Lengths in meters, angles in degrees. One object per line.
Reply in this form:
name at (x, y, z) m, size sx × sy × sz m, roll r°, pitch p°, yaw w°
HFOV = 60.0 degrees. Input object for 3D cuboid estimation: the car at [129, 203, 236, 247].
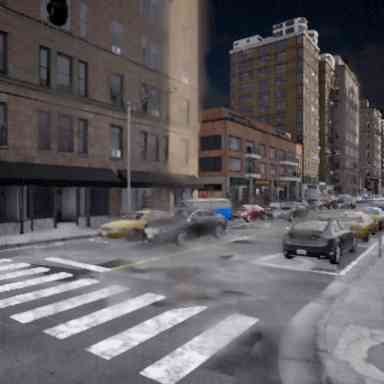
car at (-0.231, 1.484, 15.251) m, size 2.128 × 1.511 × 4.902 m, roll 0°, pitch 0°, yaw 36°

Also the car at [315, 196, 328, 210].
car at (14.354, 1.538, 39.617) m, size 1.947 × 1.339 × 4.313 m, roll 0°, pitch 0°, yaw 36°

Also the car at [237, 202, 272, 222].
car at (4.335, 1.569, 25.874) m, size 1.802 × 1.307 × 4.206 m, roll 0°, pitch 0°, yaw 36°

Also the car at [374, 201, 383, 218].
car at (17.912, 1.544, 30.025) m, size 2.008 × 1.369 × 4.403 m, roll 0°, pitch 0°, yaw 36°

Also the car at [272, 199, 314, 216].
car at (7.448, 1.483, 25.780) m, size 2.128 × 1.511 × 4.902 m, roll 0°, pitch 0°, yaw 36°

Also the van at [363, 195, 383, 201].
van at (14.574, 1.341, 25.443) m, size 1.690 × 1.788 × 3.998 m, roll 0°, pitch 0°, yaw 36°

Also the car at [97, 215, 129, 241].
car at (-2.445, 1.513, 16.573) m, size 1.752 × 1.417 × 4.829 m, roll 0°, pitch 0°, yaw 36°

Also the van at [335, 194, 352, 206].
van at (24.374, 1.295, 53.360) m, size 1.690 × 1.788 × 3.998 m, roll 0°, pitch 0°, yaw 36°

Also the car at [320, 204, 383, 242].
car at (7.994, 1.529, 16.419) m, size 1.752 × 1.417 × 4.829 m, roll 0°, pitch 0°, yaw 36°

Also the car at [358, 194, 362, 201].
car at (27.713, 1.499, 57.942) m, size 2.008 × 1.369 × 4.403 m, roll 0°, pitch 0°, yaw 36°

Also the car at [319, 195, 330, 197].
car at (17.695, 1.281, 44.198) m, size 2.192 × 1.841 × 5.009 m, roll 0°, pitch 0°, yaw 36°

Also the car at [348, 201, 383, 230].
car at (11.333, 1.528, 21.001) m, size 1.752 × 1.417 × 4.829 m, roll 0°, pitch 0°, yaw 36°

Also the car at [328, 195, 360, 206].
car at (19.066, 1.465, 41.575) m, size 2.128 × 1.511 × 4.902 m, roll 0°, pitch 0°, yaw 36°

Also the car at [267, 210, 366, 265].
car at (4.555, 1.554, 11.703) m, size 2.008 × 1.369 × 4.403 m, roll 0°, pitch 0°, yaw 36°

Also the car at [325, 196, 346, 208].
car at (21.034, 1.400, 48.779) m, size 1.967 × 1.590 × 4.097 m, roll 0°, pitch 0°, yaw 36°

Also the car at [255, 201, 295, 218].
car at (7.676, 1.535, 30.455) m, size 2.008 × 1.369 × 4.403 m, roll 0°, pitch 0°, yaw 36°

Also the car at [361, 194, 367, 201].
car at (30.953, 1.466, 62.386) m, size 1.752 × 1.417 × 4.829 m, roll 0°, pitch 0°, yaw 36°

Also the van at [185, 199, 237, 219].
van at (0.995, 1.329, 21.291) m, size 1.690 × 1.788 × 3.998 m, roll 0°, pitch 0°, yaw 36°
